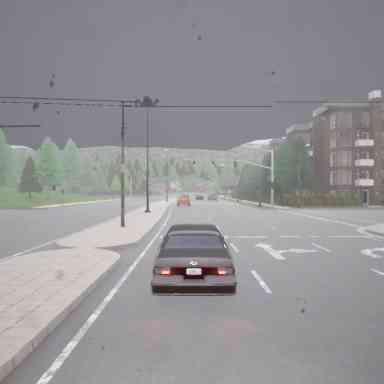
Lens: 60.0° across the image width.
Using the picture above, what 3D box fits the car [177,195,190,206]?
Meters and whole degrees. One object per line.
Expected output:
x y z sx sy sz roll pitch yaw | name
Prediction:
-1.354 1.352 54.543 2.097 1.767 4.553 0 0 -1 | car

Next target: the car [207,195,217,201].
5.483 1.539 85.414 2.033 1.411 5.357 0 0 0 | car

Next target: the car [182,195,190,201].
-1.517 1.523 85.368 1.812 1.442 4.674 0 0 0 | car

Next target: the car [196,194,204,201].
1.983 1.477 85.406 1.882 1.535 5.008 0 0 0 | car

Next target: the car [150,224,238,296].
0.043 1.547 8.798 2.033 1.411 5.357 0 0 0 | car
